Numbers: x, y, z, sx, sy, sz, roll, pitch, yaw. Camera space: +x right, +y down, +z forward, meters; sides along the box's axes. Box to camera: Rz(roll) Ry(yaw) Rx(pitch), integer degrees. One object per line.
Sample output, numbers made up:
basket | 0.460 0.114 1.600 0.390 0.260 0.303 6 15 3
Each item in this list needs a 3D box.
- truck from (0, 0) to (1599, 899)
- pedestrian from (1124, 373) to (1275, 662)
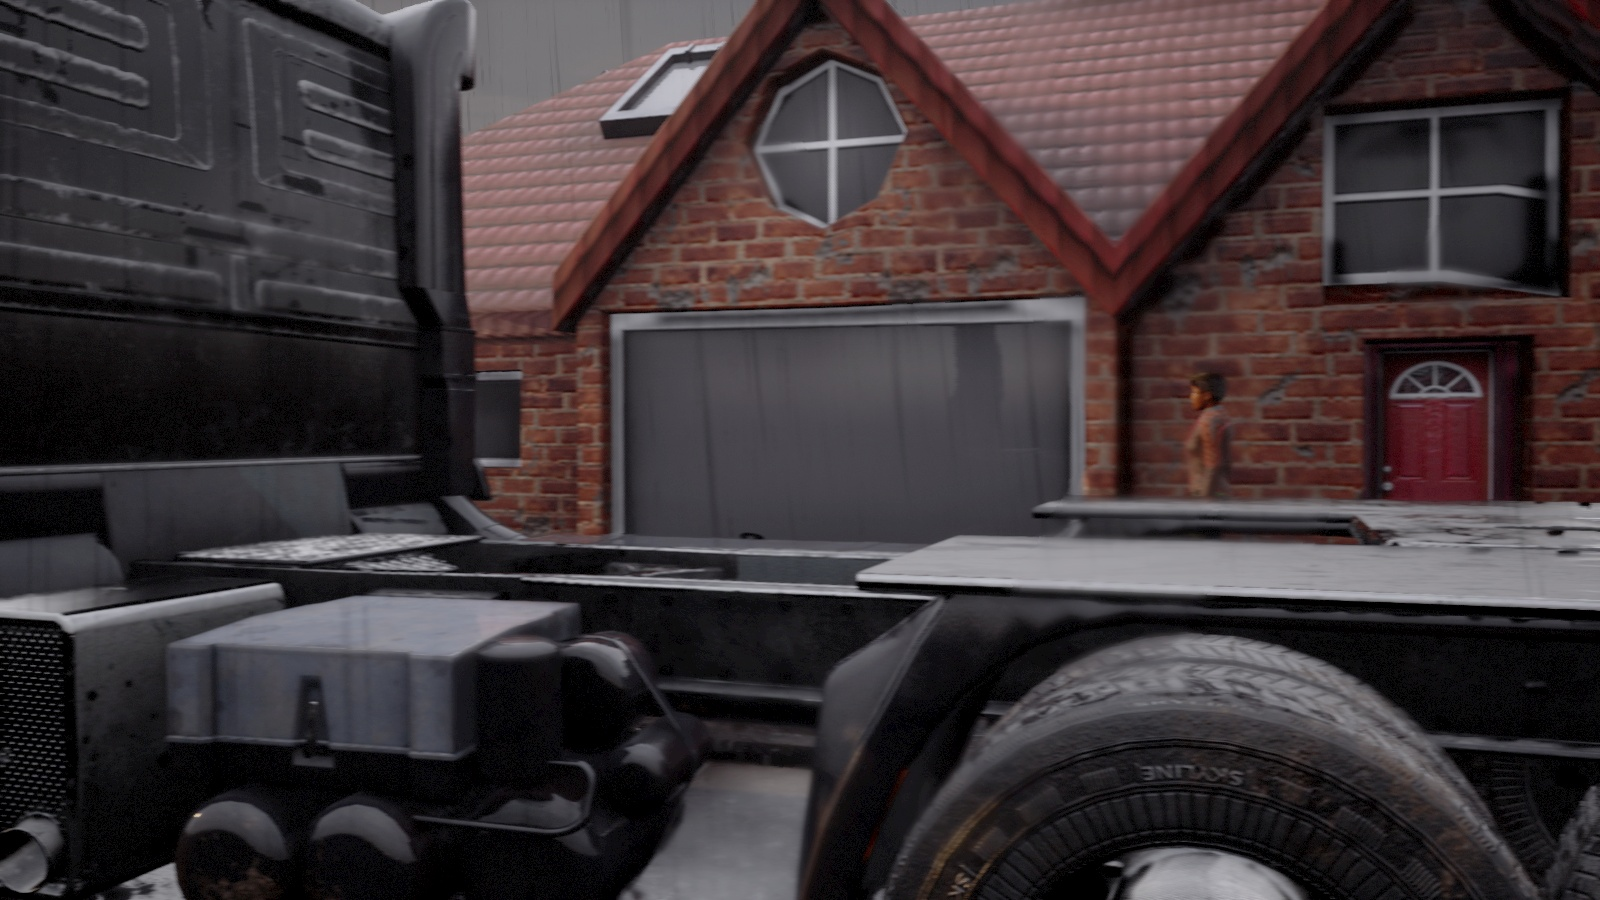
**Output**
truck | -0.393 -0.218 3.825 7.936 3.462 2.891 1 1 20
pedestrian | 2.603 0.414 8.211 0.869 1.805 0.328 1 1 34
